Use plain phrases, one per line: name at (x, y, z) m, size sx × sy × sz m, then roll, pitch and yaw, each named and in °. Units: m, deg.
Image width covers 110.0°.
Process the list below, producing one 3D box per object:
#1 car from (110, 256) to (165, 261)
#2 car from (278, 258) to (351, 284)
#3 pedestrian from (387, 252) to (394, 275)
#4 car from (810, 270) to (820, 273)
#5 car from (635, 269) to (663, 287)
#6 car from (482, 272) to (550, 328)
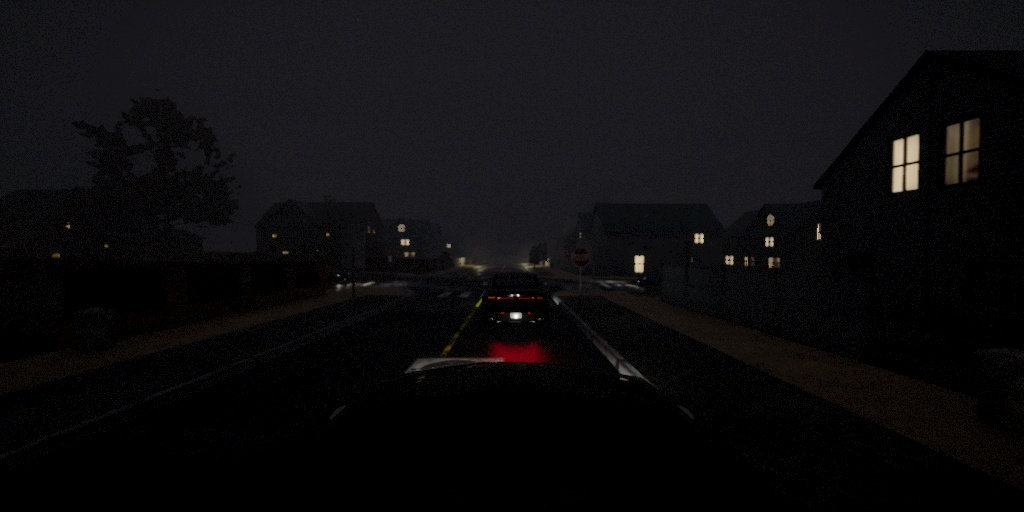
car at (-23.585, 0.780, 23.002) m, size 4.892 × 1.490 × 1.837 m, roll 1°, pitch 1°, yaw 1°
car at (-13.248, 1.035, 22.838) m, size 5.357 × 1.411 × 2.033 m, roll 1°, pitch 1°, yaw 1°
pedestrian at (-9.684, 0.554, 28.632) m, size 0.375 × 1.860 × 0.375 m, roll 0°, pitch 0°, yaw 1°
car at (21.683, 1.718, 25.240) m, size 4.181 × 1.385 × 1.994 m, roll 1°, pitch 1°, yaw 1°
car at (11.653, 1.482, 25.414) m, size 5.357 × 1.411 × 2.033 m, roll 1°, pitch 1°, yaw 1°
car at (0.100, 1.231, 11.332) m, size 1.837 × 1.490 × 4.892 m, roll 0°, pitch 0°, yaw 0°
